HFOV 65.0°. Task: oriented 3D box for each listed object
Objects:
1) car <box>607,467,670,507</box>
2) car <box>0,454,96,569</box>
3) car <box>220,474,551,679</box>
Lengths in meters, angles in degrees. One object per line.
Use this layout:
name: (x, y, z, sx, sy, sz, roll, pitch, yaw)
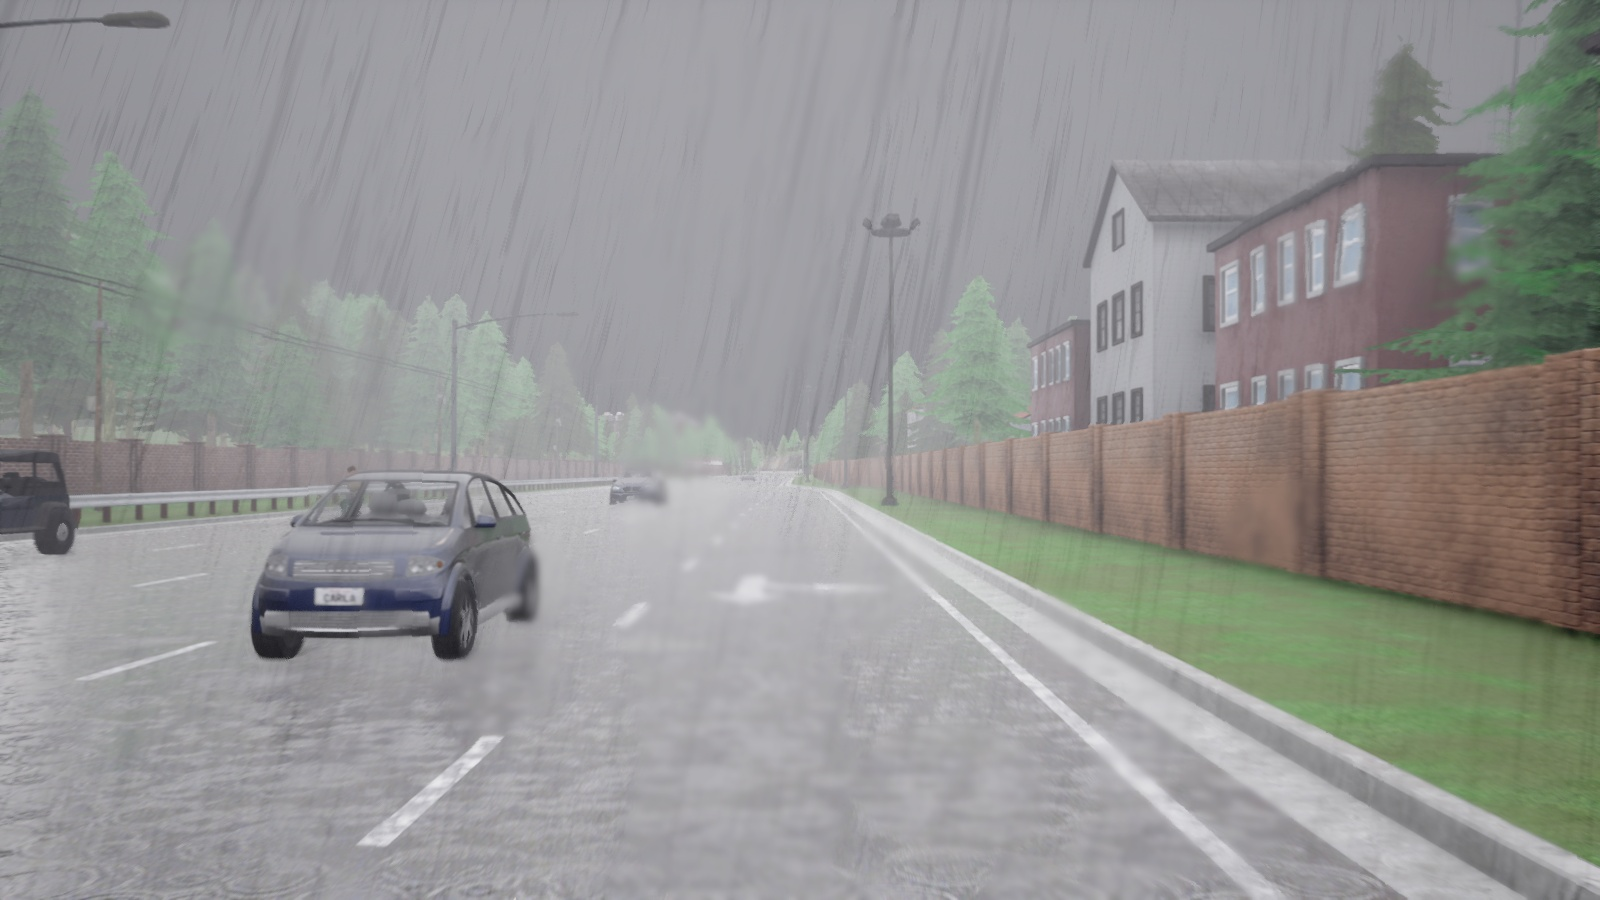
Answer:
car: (-7.137, 1.617, 55.964, 2.242, 1.667, 4.611, 0, -1, 0)
car: (-14.053, 1.023, 21.444, 1.905, 1.878, 3.866, 0, -1, 0)
car: (-3.528, 0.997, 11.428, 1.789, 1.549, 3.705, 0, -1, 0)
